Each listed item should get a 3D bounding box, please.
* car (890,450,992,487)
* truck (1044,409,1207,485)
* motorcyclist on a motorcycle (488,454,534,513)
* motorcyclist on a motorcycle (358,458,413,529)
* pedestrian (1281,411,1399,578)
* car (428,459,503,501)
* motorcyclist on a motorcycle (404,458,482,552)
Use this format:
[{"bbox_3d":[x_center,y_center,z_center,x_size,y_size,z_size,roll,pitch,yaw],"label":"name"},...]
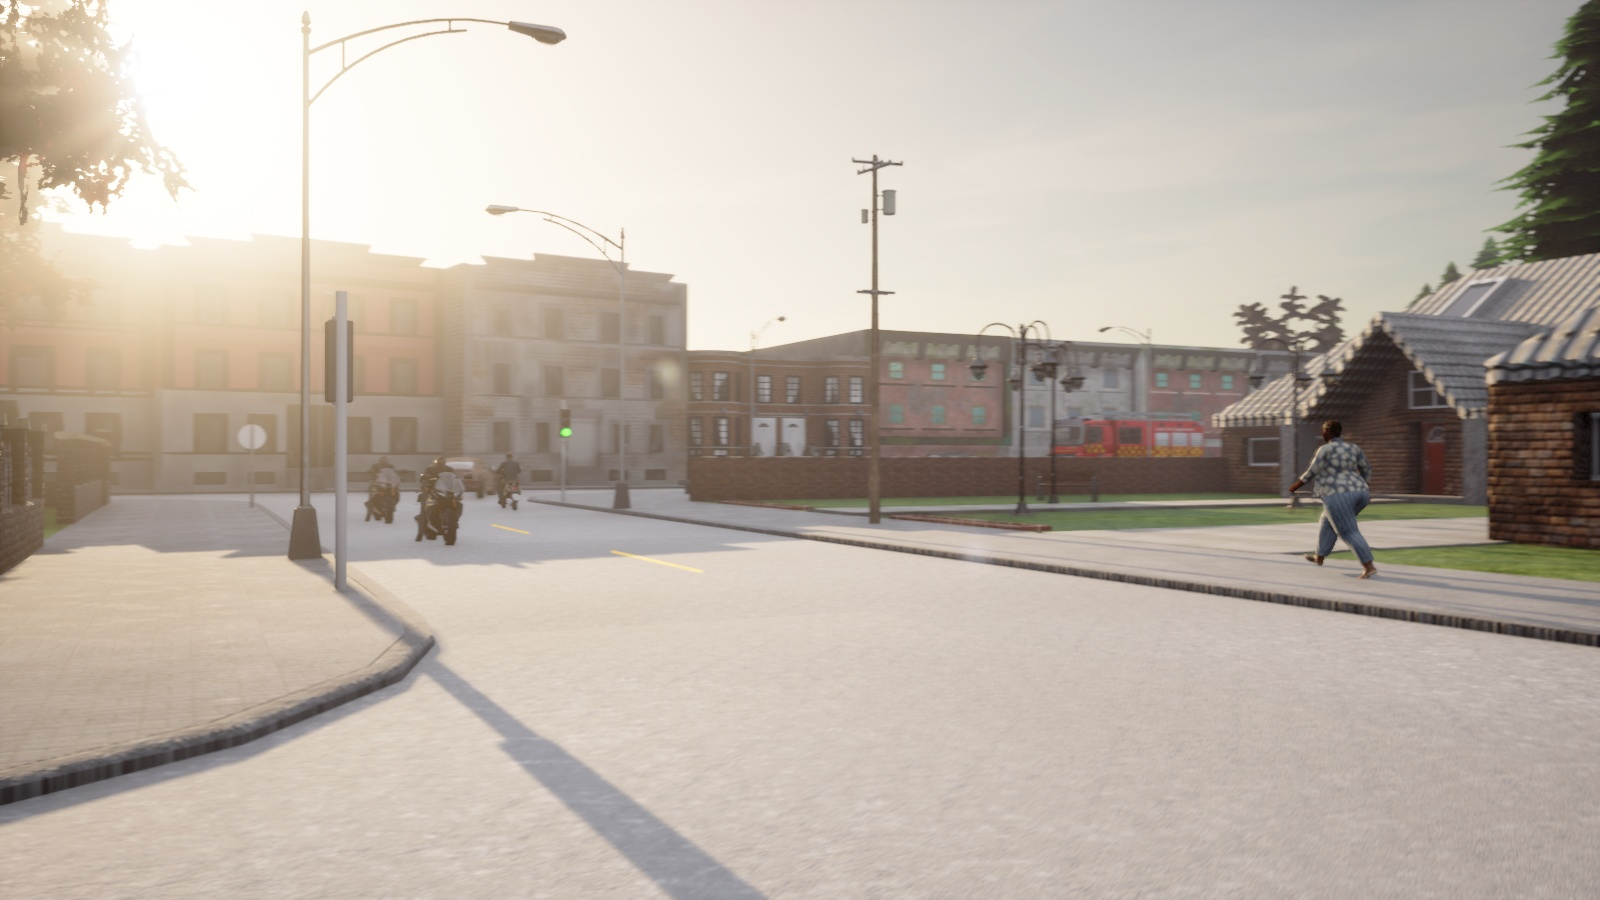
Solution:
[{"bbox_3d":[6.922,0.882,61.495,4.553,1.767,2.097,0,0,-26],"label":"car"},{"bbox_3d":[17.251,-0.158,66.466,8.468,3.827,2.891,0,0,-26],"label":"truck"},{"bbox_3d":[-8.021,0.904,34.835,0.866,1.590,1.817,0,0,-26],"label":"motorcyclist on a motorcycle"},{"bbox_3d":[-9.386,0.959,28.412,0.866,1.530,2.191,0,0,-27],"label":"motorcyclist on a motorcycle"},{"bbox_3d":[6.240,0.499,14.531,0.874,1.855,0.900,0,0,-26],"label":"pedestrian"},{"bbox_3d":[-12.036,1.045,45.444,1.812,1.442,4.674,-1,0,-5],"label":"car"},{"bbox_3d":[-6.215,0.914,21.770,0.866,1.530,2.191,0,0,-27],"label":"motorcyclist on a motorcycle"}]
